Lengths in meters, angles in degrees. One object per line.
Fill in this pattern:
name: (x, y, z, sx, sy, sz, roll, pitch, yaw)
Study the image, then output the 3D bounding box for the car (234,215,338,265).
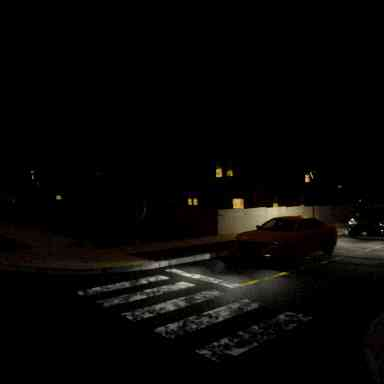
car: (3.690, 1.667, 12.672, 5.008, 1.535, 1.882, 1, -2, -42)

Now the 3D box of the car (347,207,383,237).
car: (10.750, 1.638, 19.084, 4.553, 1.767, 2.097, 1, -2, -42)
